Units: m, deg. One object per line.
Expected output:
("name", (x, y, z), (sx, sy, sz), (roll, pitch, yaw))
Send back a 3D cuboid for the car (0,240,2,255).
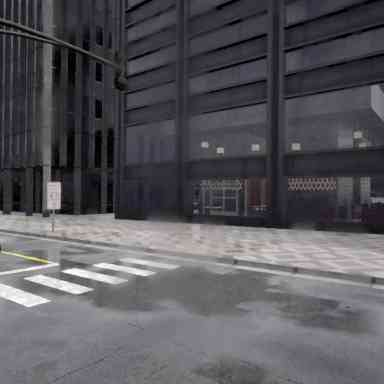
("car", (-8.938, 1.707, 12.504), (4.674, 1.442, 1.812), (-1, -1, 38))
